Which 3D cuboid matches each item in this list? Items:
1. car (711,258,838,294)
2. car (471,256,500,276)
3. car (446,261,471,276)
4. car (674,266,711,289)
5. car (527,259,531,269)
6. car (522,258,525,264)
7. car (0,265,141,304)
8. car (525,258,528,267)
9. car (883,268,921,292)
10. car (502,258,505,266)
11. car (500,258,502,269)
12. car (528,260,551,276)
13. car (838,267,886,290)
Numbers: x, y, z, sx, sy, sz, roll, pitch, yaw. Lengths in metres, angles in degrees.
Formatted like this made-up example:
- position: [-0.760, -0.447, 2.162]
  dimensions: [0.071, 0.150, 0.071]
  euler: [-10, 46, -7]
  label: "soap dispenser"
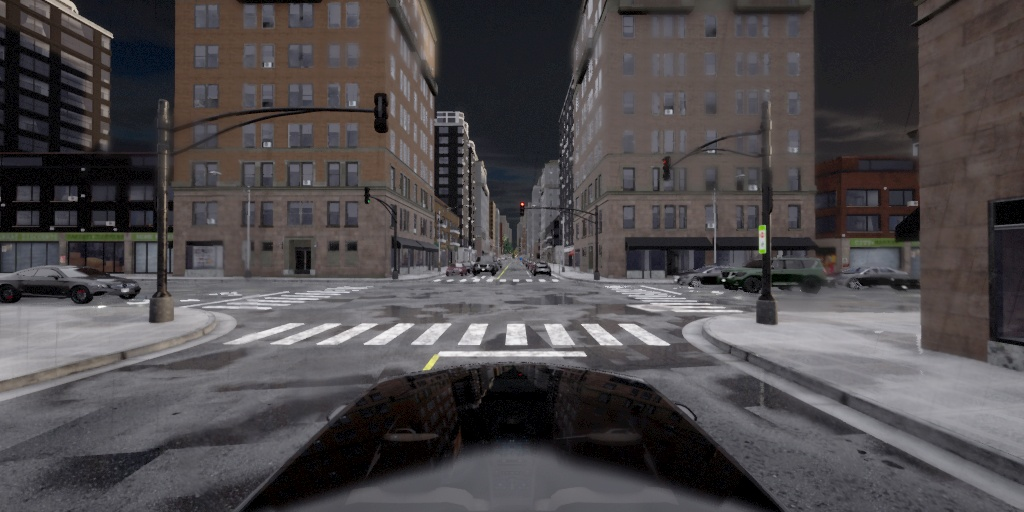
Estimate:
- position: [15.171, 1.103, 21.001]
  dimensions: [5.566, 2.045, 2.150]
  euler: [1, -1, 0]
  label: "car"
- position: [-2.784, 0.976, 37.826]
  dimensions: [2.150, 2.045, 5.566]
  euler: [0, 0, 1]
  label: "car"
- position: [-5.561, 1.335, 36.319]
  dimensions: [1.802, 1.307, 4.207]
  euler: [0, 0, 1]
  label: "car"
- position: [13.583, 1.395, 24.277]
  dimensions: [4.902, 1.511, 2.128]
  euler: [0, -1, 2]
  label: "car"
- position: [3.033, 1.297, 41.749]
  dimensions: [1.888, 1.381, 4.507]
  euler: [0, 0, 1]
  label: "car"
- position: [3.303, 1.316, 63.870]
  dimensions: [1.948, 1.339, 4.313]
  euler: [0, 0, 1]
  label: "car"
- position: [-17.929, 1.106, 14.506]
  dimensions: [4.674, 1.442, 1.812]
  euler: [0, -1, 1]
  label: "car"
- position: [3.100, 1.302, 47.279]
  dimensions: [2.007, 1.370, 4.403]
  euler: [0, 0, 1]
  label: "car"
- position: [25.163, 1.547, 20.936]
  dimensions: [4.718, 1.301, 1.895]
  euler: [0, -1, 0]
  label: "car"
- position: [-2.525, 1.352, 58.170]
  dimensions: [1.895, 1.301, 4.718]
  euler: [0, 0, 1]
  label: "car"
- position: [-2.661, 1.258, 47.914]
  dimensions: [1.837, 1.490, 4.892]
  euler: [0, 0, 1]
  label: "car"
- position: [2.965, 1.318, 36.219]
  dimensions: [1.948, 1.339, 4.313]
  euler: [0, 0, 1]
  label: "car"
- position: [23.782, 1.462, 24.192]
  dimensions: [4.902, 1.511, 2.128]
  euler: [0, -1, 0]
  label: "car"
